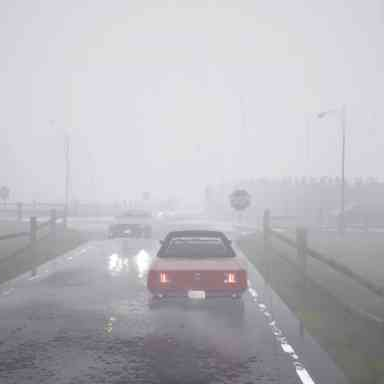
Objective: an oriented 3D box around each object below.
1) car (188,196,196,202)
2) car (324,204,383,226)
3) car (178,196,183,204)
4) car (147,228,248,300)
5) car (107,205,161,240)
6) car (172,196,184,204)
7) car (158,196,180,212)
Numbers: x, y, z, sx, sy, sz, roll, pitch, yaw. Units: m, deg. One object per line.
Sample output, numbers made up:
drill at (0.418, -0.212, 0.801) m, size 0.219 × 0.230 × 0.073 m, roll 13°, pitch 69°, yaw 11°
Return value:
car at (-0.062, 1.662, 76.587) m, size 1.895 × 1.301 × 4.718 m, roll 0°, pitch 0°, yaw 0°
car at (12.700, 1.699, 25.705) m, size 4.553 × 1.767 × 2.097 m, roll 1°, pitch -1°, yaw -1°
car at (-2.888, 1.511, 52.799) m, size 1.882 × 1.535 × 5.008 m, roll 0°, pitch 0°, yaw 0°
car at (0.095, 1.602, 8.344) m, size 1.895 × 1.301 × 4.718 m, roll 0°, pitch 0°, yaw 0°
car at (-2.864, 1.567, 16.728) m, size 1.994 × 1.385 × 4.181 m, roll 0°, pitch 0°, yaw 0°
car at (-2.826, 1.542, 67.061) m, size 2.128 × 1.511 × 4.902 m, roll 0°, pitch 0°, yaw 1°
car at (-2.879, 1.566, 39.590) m, size 2.033 × 1.411 × 5.357 m, roll 0°, pitch 0°, yaw 0°
